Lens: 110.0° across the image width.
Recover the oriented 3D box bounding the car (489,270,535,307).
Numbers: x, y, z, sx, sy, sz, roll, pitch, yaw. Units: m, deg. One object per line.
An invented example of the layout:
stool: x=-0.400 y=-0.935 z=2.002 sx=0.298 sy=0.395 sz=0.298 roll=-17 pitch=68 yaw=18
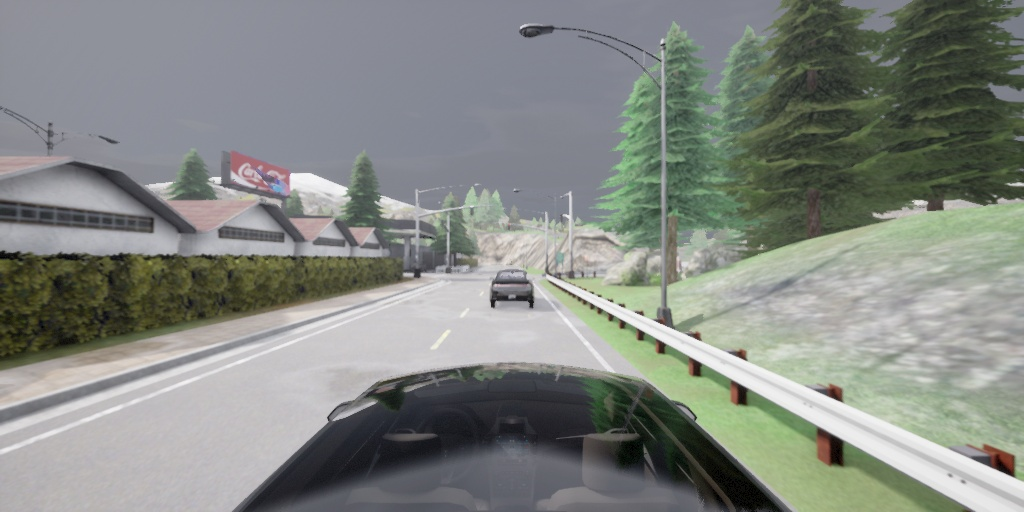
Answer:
car: x=0.009 y=1.370 z=16.144 sx=2.128 sy=1.511 sz=4.902 roll=0 pitch=0 yaw=0
